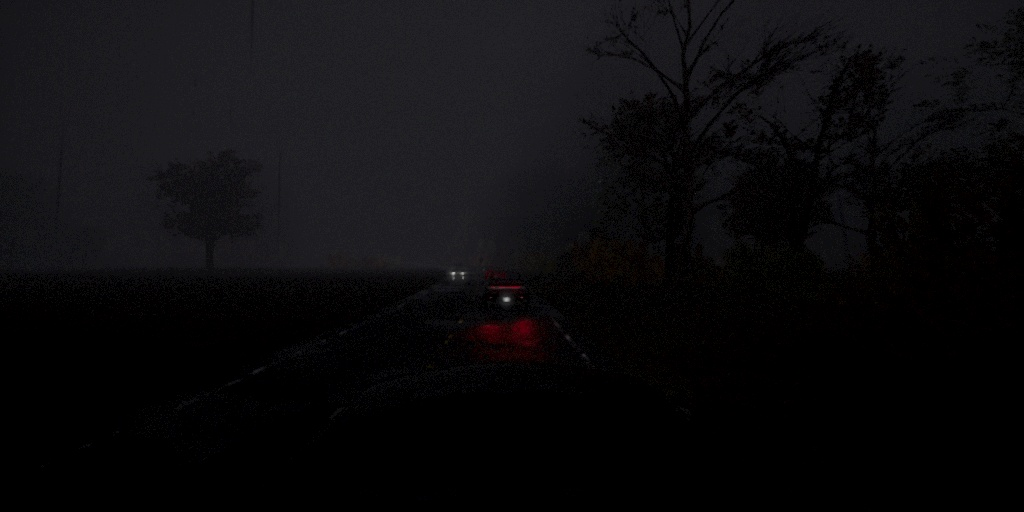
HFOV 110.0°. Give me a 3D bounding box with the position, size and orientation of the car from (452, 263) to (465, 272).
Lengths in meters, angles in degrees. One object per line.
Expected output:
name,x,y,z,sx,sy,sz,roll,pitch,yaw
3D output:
car,-8.777,1.863,58.448,1.837,1.490,4.892,0,-1,-11

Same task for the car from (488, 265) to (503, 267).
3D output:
car,-1.485,1.549,31.202,1.882,1.535,5.008,0,0,-6

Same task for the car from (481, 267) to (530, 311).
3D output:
car,-0.304,1.394,15.417,2.128,1.511,4.902,0,-1,-3
